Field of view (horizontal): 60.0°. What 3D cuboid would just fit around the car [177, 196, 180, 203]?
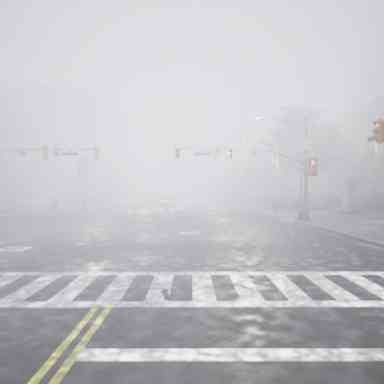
[{"bbox_3d":[-3.496,1.543,67.739,2.033,1.411,5.357,0,0,1],"label":"car"}]

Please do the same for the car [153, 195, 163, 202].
[{"bbox_3d":[-7.729,1.495,75.453,1.837,1.490,4.892,0,0,-10],"label":"car"}]

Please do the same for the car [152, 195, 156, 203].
[{"bbox_3d":[-7.020,1.521,60.723,1.812,1.442,4.674,0,0,0],"label":"car"}]

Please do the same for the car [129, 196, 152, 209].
[{"bbox_3d":[-7.257,1.474,45.707,1.882,1.535,5.008,0,0,4],"label":"car"}]

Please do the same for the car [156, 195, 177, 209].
[{"bbox_3d":[-3.540,1.474,46.533,1.882,1.535,5.008,0,0,0],"label":"car"}]

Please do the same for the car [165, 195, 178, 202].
[{"bbox_3d":[-4.833,1.534,78.317,2.033,1.411,5.357,0,0,-14],"label":"car"}]
